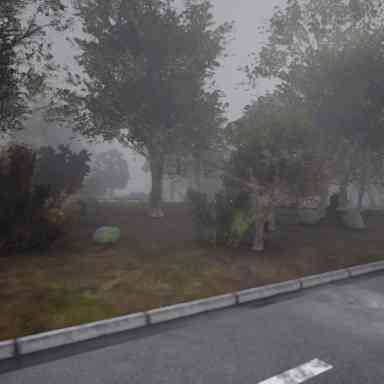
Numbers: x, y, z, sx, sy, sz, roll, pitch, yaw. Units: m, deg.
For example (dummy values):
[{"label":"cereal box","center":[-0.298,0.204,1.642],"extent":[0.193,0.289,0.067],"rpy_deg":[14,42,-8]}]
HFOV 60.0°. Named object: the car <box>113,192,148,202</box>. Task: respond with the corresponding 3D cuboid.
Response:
[{"label":"car","center":[-7.786,0.654,44.848],"extent":[5.357,1.411,2.033],"rpy_deg":[1,-1,-32]}]
